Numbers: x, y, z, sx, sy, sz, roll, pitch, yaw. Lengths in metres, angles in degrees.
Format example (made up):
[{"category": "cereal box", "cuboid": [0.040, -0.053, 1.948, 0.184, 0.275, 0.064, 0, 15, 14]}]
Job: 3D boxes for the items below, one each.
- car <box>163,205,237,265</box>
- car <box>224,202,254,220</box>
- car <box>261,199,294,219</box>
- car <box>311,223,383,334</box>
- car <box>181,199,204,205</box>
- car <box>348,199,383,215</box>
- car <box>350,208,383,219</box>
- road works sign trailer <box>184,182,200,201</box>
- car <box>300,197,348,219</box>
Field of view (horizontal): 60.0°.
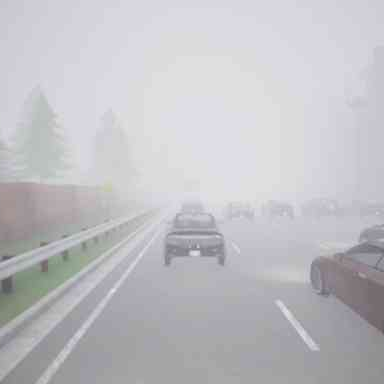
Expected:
[{"category": "car", "cuboid": [0.076, 1.433, 11.417, 2.128, 1.511, 4.902, 0, 0, 0]}, {"category": "car", "cuboid": [3.544, 1.467, 26.118, 1.895, 1.301, 4.718, 0, 0, 0]}, {"category": "car", "cuboid": [7.040, 1.362, 27.669, 1.837, 1.490, 4.892, 0, 0, 0]}, {"category": "car", "cuboid": [3.574, 1.496, 5.556, 1.812, 1.442, 4.674, 0, 0, 0]}, {"category": "car", "cuboid": [0.037, 1.328, 29.233, 1.882, 1.535, 5.008, 0, 0, 0]}, {"category": "car", "cuboid": [14.041, 1.360, 27.681, 1.837, 1.490, 4.892, 0, 0, 0]}, {"category": "car", "cuboid": [7.079, 1.450, 10.297, 1.837, 1.490, 4.892, 0, 0, 0]}, {"category": "road works sign trailer", "cuboid": [-0.118, 0.193, 53.179, 2.380, 3.560, 2.880, 0, 0, 0]}, {"category": "car", "cuboid": [10.541, 1.210, 27.346, 2.097, 1.767, 4.553, 0, 0, 0]}]
